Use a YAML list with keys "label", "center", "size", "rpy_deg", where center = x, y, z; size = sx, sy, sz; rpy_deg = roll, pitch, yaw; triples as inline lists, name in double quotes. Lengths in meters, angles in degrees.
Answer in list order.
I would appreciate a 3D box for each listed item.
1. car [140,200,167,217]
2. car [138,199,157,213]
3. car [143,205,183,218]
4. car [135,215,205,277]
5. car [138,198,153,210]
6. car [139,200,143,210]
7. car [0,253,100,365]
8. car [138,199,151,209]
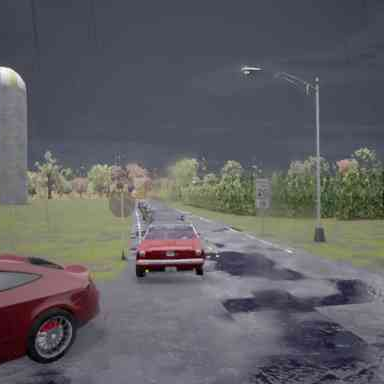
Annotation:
- label: "car"
  center: [-2.344, 1.601, 23.448]
  size: [2.128, 1.511, 4.902]
  rpy_deg: [-1, 0, -10]
- label: "car"
  center: [-5.669, 1.683, 42.084]
  size: [2.128, 1.511, 4.902]
  rpy_deg: [-1, 0, -10]
- label: "car"
  center: [-1.385, 1.649, 17.803]
  size: [1.994, 1.385, 4.181]
  rpy_deg: [-1, 0, -10]
- label: "car"
  center: [-0.670, 1.662, 10.686]
  size: [1.895, 1.301, 4.718]
  rpy_deg: [-1, 0, -3]
- label: "car"
  center: [-6.801, 1.696, 48.168]
  size: [1.882, 1.535, 5.008]
  rpy_deg: [-1, 0, -11]
- label: "car"
  center: [-3.464, 1.701, 29.869]
  size: [1.994, 1.385, 4.181]
  rpy_deg: [-1, 0, -10]
- label: "car"
  center: [-3.334, 1.541, 3.986]
  size: [1.812, 1.442, 4.674]
  rpy_deg: [0, -1, 39]
- label: "car"
  center: [-4.508, 1.710, 35.733]
  size: [2.033, 1.411, 5.357]
  rpy_deg: [-1, 0, -10]
